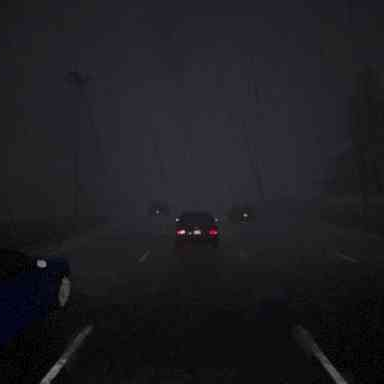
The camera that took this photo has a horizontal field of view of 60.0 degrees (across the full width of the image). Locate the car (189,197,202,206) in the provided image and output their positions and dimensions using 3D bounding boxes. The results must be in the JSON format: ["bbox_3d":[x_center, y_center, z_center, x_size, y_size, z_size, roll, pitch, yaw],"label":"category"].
[{"bbox_3d":[0.543,1.576,52.376,1.882,1.535,5.008,0,0,0],"label":"car"}]

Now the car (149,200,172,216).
[{"bbox_3d":[-3.129,1.568,32.870,1.837,1.490,4.892,0,0,1],"label":"car"}]

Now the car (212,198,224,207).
[{"bbox_3d":[4.024,1.639,50.053,2.033,1.411,5.357,0,0,1],"label":"car"}]

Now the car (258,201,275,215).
[{"bbox_3d":[7.392,1.610,35.275,2.033,1.411,5.357,0,0,1],"label":"car"}]

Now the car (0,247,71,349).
[{"bbox_3d":[-3.379,1.489,4.751,1.882,1.535,5.008,0,0,1],"label":"car"}]

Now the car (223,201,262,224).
[{"bbox_3d":[3.806,1.610,25.560,1.994,1.385,4.181,0,0,1],"label":"car"}]

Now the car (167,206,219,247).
[{"bbox_3d":[0.216,1.574,15.096,2.033,1.411,5.357,0,0,0],"label":"car"}]
